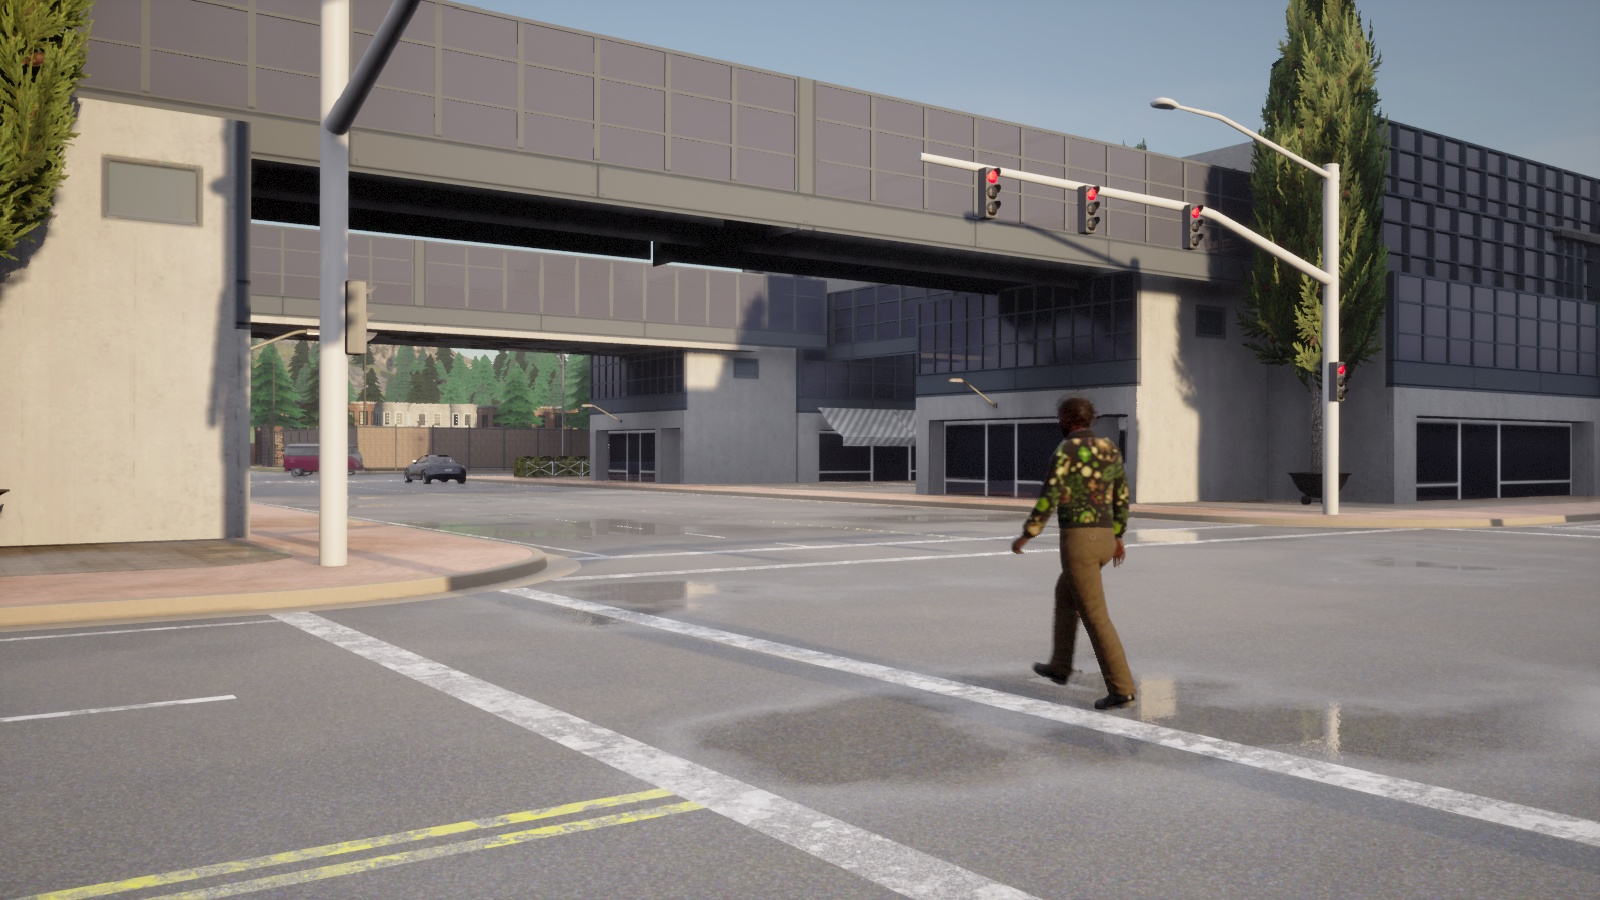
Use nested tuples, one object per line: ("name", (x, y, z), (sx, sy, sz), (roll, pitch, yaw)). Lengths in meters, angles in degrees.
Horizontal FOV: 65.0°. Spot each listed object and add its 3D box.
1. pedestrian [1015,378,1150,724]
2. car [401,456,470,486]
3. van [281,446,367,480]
("pedestrian", (1.657, 0.562, 7.402), (0.395, 1.930, 0.692), (0, 0, -33))
("car", (-17.685, 0.995, 60.802), (1.994, 1.385, 4.181), (0, 0, -34))
("van", (-28.108, 0.738, 74.237), (4.442, 1.987, 1.775), (0, 0, -1))
